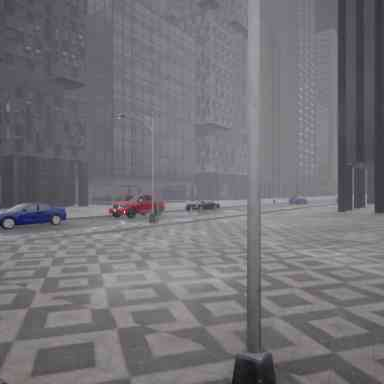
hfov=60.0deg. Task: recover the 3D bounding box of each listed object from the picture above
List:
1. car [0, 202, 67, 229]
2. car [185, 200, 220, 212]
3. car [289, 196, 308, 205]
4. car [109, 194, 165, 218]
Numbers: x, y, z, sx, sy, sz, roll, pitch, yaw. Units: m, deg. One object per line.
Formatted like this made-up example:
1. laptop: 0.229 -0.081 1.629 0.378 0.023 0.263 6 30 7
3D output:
1. car: -10.714 1.458 21.719 1.882 1.535 5.008 0 0 36
2. car: 1.215 1.555 38.021 1.895 1.301 4.718 0 0 36
3. car: 17.647 1.401 55.079 1.882 1.535 5.008 0 0 36
4. car: -4.779 1.189 29.835 2.150 2.045 5.566 0 0 36
